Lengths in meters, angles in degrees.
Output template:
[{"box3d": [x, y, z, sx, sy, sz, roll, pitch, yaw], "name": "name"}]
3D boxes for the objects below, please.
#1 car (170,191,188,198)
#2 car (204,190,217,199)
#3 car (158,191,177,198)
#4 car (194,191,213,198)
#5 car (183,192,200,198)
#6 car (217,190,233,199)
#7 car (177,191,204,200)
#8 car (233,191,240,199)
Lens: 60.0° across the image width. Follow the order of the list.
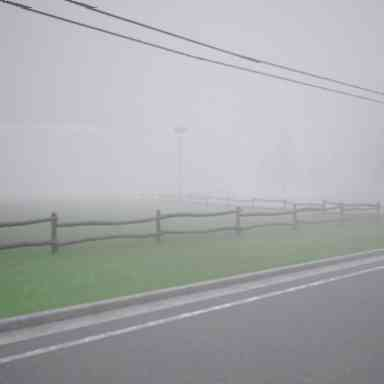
[{"box3d": [-3.112, 0.615, 77.841, 1.837, 1.490, 4.892, 0, 1, -33], "name": "car"}, {"box3d": [2.447, 0.627, 69.264, 2.097, 1.767, 4.553, 0, 1, -33], "name": "car"}, {"box3d": [-6.049, 0.608, 75.938, 1.882, 1.535, 5.008, 0, 1, -33], "name": "car"}, {"box3d": [2.763, 0.611, 81.648, 2.128, 1.511, 4.902, 0, 1, -33], "name": "car"}, {"box3d": [-0.174, 0.651, 79.745, 1.994, 1.385, 4.181, 0, 1, -33], "name": "car"}, {"box3d": [5.560, 0.488, 70.896, 2.150, 2.045, 5.566, 0, 1, -33], "name": "car"}, {"box3d": [-0.397, 0.780, 67.219, 2.128, 1.511, 4.902, 0, 1, -33], "name": "car"}, {"box3d": [8.365, 0.602, 73.003, 2.097, 1.767, 4.553, 0, 1, -33], "name": "car"}]
